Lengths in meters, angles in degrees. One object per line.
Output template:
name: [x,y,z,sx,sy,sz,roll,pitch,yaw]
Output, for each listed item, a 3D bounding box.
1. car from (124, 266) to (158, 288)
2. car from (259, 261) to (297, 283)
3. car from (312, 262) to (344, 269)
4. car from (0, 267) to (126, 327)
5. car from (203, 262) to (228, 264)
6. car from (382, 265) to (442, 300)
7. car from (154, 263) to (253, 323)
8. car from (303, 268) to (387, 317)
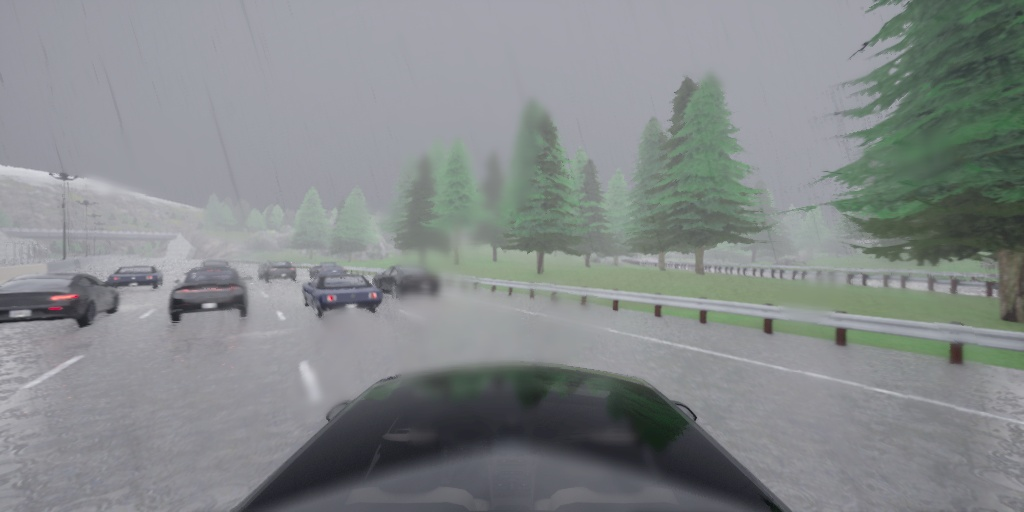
car: [-21.726,1.211,20.902,1.895,1.301,4.718,0,0,-41]
car: [-17.273,1.099,26.422,2.128,1.511,4.902,0,0,-41]
car: [-14.938,1.169,29.061,1.994,1.385,4.181,0,0,-42]
car: [-13.057,1.202,10.313,1.812,1.442,4.674,0,0,-38]
car: [-20.038,1.111,24.265,1.837,1.490,4.892,0,1,-41]
car: [-5.158,1.157,17.255,1.882,1.535,5.008,0,0,-37]
car: [-9.961,1.173,12.018,2.128,1.511,4.902,0,0,-37]
car: [-6.291,1.291,12.969,1.895,1.301,4.718,0,0,-37]
